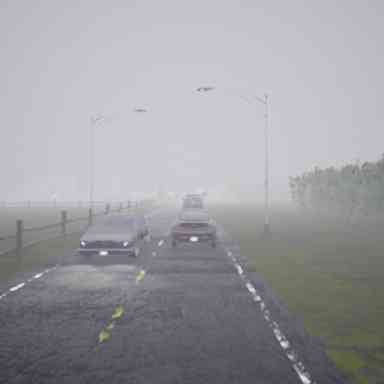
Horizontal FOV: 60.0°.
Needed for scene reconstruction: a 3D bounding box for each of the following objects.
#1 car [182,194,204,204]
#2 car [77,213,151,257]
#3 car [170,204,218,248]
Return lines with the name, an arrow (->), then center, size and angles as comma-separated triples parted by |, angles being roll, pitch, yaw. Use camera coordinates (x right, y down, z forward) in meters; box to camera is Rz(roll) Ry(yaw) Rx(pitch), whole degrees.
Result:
car -> 0.109, 1.212, 36.066 | 2.150, 2.045, 5.566 | 0, 0, 0
car -> -2.780, 1.545, 13.134 | 2.033, 1.411, 5.357 | 0, 0, 0
car -> 0.087, 1.502, 14.849 | 1.837, 1.490, 4.892 | 0, 0, 0
